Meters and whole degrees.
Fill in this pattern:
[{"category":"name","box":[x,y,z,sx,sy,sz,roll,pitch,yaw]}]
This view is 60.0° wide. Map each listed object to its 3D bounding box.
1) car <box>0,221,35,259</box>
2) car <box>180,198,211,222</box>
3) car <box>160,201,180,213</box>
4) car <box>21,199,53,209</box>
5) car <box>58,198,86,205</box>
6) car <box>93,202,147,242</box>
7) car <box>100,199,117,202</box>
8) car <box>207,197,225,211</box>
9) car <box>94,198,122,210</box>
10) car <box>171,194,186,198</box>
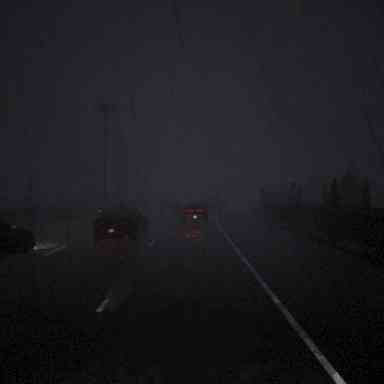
[{"category":"car","box":[-6.904,1.564,10.861,1.994,1.385,4.181,0,0,0]},{"category":"car","box":[0.371,1.504,26.016,1.837,1.490,4.892,0,0,3]},{"category":"car","box":[-2.000,1.600,36.044,1.895,1.301,4.718,0,0,9]},{"category":"car","box":[-19.008,1.563,40.949,1.994,1.385,4.181,0,0,12]},{"category":"car","box":[-15.154,1.524,42.421,1.812,1.442,4.674,0,0,12]},{"category":"car","box":[-3.401,1.477,16.523,1.882,1.535,5.008,0,0,0]},{"category":"car","box":[-6.487,1.547,28.736,2.033,1.411,5.357,0,0,5]},{"category":"car","box":[2.822,1.350,41.699,2.097,1.767,4.553,0,0,13]},{"category":"car","box":[-11.126,1.562,44.345,1.994,1.385,4.181,0,0,14]},{"category":"car","box":[-3.128,1.323,80.214,2.128,1.511,4.902,0,0,31]}]
